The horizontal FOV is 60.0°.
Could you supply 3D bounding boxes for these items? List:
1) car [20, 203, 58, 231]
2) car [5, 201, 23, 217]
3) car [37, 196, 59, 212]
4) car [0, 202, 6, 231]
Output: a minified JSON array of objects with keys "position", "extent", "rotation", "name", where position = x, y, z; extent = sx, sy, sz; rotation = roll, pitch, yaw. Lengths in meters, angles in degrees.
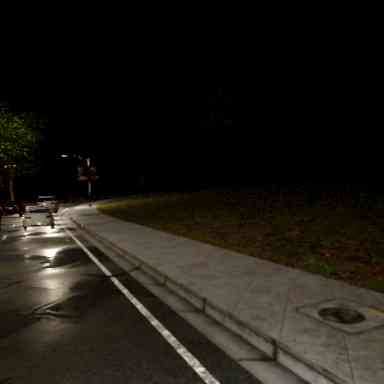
[{"position":[-10.396,1.723,22.614],"extent":[1.812,1.442,4.674],"rotation":[-2,1,-25],"name":"car"},{"position":[-19.292,1.741,35.982],"extent":[2.097,1.767,4.553],"rotation":[-2,0,-19],"name":"car"},{"position":[-17.022,1.502,39.265],"extent":[2.150,2.045,5.566],"rotation":[-2,1,-18],"name":"car"},{"position":[-12.626,1.642,19.716],"extent":[2.097,1.767,4.553],"rotation":[-2,0,-25],"name":"car"}]
